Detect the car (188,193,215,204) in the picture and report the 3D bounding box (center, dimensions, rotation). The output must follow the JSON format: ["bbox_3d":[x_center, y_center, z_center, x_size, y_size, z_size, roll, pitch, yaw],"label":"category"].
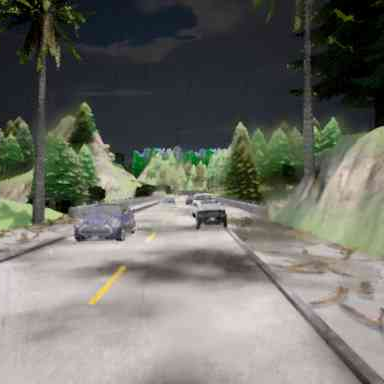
[{"bbox_3d":[1.071,1.164,31.677,2.150,2.045,5.566,-3,0,1],"label":"car"}]

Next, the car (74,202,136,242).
[{"bbox_3d":[-4.097,1.347,16.303,2.097,1.767,4.553,0,0,0],"label":"car"}]

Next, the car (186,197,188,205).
[{"bbox_3d":[0.003,1.336,56.468,2.097,1.767,4.553,0,0,0],"label":"car"}]

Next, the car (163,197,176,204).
[{"bbox_3d":[-4.025,1.544,60.407,1.994,1.385,4.181,0,0,1],"label":"car"}]

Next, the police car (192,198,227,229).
[{"bbox_3d":[1.167,1.395,21.777,1.930,1.638,5.238,-2,-1,0],"label":"police car"}]

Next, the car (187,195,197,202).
[{"bbox_3d":[0.003,1.334,70.910,2.033,1.411,5.357,0,0,0],"label":"car"}]
